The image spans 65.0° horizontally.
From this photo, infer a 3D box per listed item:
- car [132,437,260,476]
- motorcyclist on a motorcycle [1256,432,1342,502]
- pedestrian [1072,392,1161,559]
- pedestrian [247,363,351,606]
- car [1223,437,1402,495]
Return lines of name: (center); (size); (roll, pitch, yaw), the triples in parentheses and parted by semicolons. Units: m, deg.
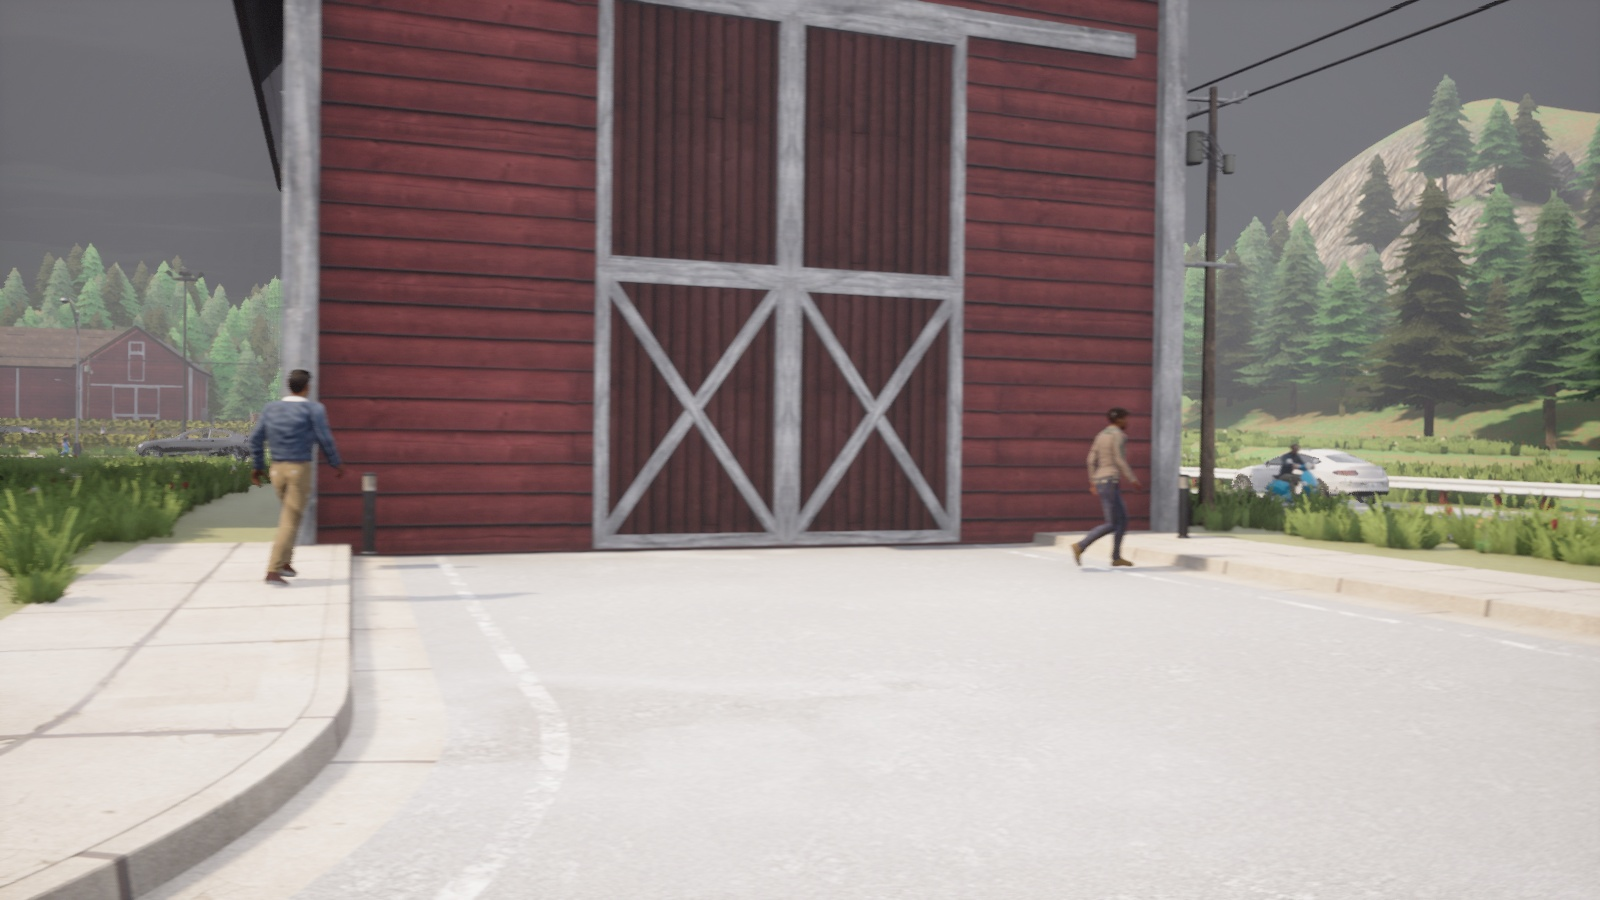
car: (-27.067, 0.257, 56.498); (5.027, 1.651, 2.152); (-1, 1, -21)
motorcyclist on a motorcycle: (11.641, 0.377, 29.370); (0.866, 1.590, 1.817); (-1, 1, -20)
pedestrian: (3.468, 0.274, 13.781); (0.869, 1.805, 0.328); (-1, 1, -6)
pedestrian: (-4.188, 0.275, 10.528); (0.423, 1.949, 0.788); (0, 1, 11)
car: (13.719, 0.384, 33.927); (1.812, 1.442, 4.674); (-1, 1, -20)
